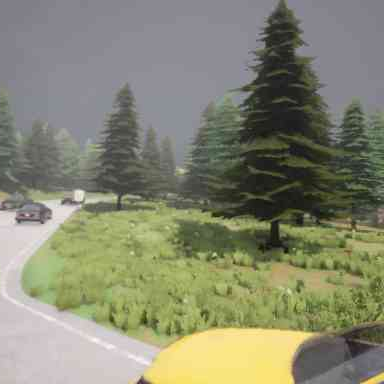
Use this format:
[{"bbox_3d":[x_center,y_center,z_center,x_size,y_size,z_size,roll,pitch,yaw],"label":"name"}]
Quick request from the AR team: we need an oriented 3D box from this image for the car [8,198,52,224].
[{"bbox_3d":[-11.977,1.546,25.376,2.033,1.411,5.357,4,1,-15],"label":"car"}]

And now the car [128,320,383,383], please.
[{"bbox_3d":[1.993,1.728,2.588,5.366,1.575,1.801,1,-4,27],"label":"car"}]

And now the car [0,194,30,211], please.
[{"bbox_3d":[-16.765,1.016,32.027,1.837,1.490,4.892,3,1,-12],"label":"car"}]

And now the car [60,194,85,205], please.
[{"bbox_3d":[-15.203,0.919,42.687,1.895,1.301,4.718,3,2,-4],"label":"car"}]
